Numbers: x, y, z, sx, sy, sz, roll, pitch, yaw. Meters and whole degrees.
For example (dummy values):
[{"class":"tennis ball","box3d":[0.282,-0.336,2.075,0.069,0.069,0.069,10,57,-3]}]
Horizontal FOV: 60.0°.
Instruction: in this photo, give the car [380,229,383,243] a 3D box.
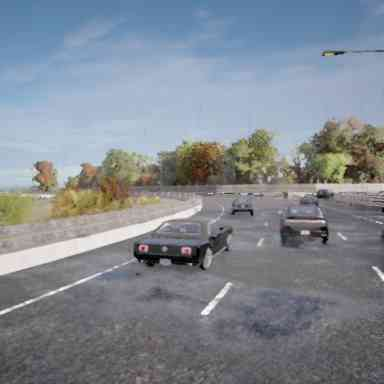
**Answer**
[{"class":"car","box3d":[7.062,1.400,9.664,2.033,1.411,5.357,0,1,18]}]

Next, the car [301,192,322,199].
[{"class":"car","box3d":[14.601,1.048,41.389,1.994,1.385,4.181,0,1,15]}]

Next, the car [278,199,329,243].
[{"class":"car","box3d":[4.954,1.306,14.993,2.128,1.511,4.902,0,1,15]}]

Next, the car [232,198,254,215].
[{"class":"car","box3d":[4.539,1.218,29.771,2.033,1.411,5.357,0,1,8]}]

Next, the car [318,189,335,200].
[{"class":"car","box3d":[25.414,0.416,62.506,2.150,2.045,5.566,0,0,43]}]

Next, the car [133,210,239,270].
[{"class":"car","box3d":[0.034,1.494,10.703,1.895,1.301,4.718,0,1,19]}]
